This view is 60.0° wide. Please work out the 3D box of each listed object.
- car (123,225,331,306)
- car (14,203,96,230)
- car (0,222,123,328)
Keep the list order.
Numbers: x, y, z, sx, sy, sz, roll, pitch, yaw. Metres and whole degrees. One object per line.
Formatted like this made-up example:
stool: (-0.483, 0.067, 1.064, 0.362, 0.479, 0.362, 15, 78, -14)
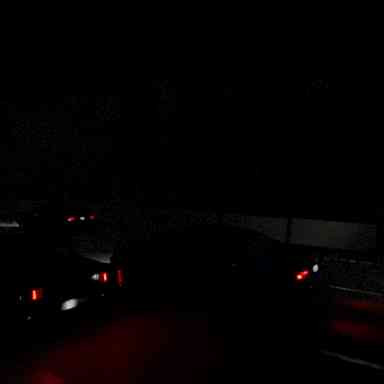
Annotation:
car: (0.399, 1.516, 8.029, 5.357, 1.411, 2.033, 1, 0, 36)
car: (-7.504, 1.315, 18.077, 5.357, 1.411, 2.033, 1, 1, 36)
car: (-3.796, 1.515, 6.753, 4.718, 1.301, 1.895, 1, 0, 36)
